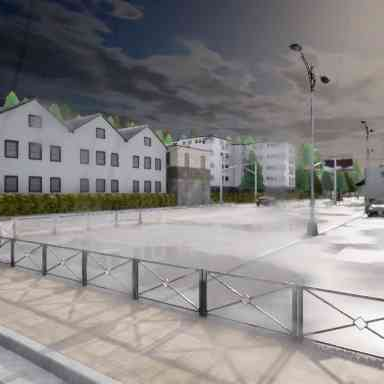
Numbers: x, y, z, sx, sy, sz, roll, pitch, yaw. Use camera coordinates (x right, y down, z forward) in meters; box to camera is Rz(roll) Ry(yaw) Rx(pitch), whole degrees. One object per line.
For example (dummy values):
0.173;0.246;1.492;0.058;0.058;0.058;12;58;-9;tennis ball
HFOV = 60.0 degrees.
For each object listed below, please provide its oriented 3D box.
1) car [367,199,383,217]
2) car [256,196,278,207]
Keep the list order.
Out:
15.421;1.298;26.811;2.007;1.523;4.514;0;0;35;car
10.673;1.313;47.132;1.837;1.490;4.892;0;0;32;car
